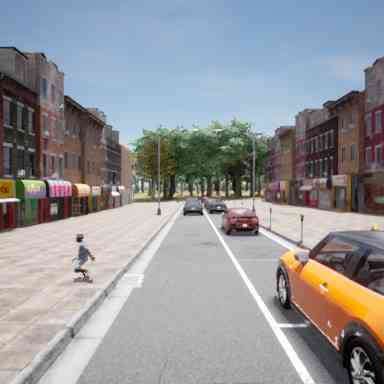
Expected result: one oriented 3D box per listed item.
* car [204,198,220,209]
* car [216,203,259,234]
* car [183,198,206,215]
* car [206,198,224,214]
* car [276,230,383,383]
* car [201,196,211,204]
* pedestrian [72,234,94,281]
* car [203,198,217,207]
[{"bbox_3d":[2.703,1.576,45.973,1.887,1.381,4.507,-1,0,0],"label":"car"},{"bbox_3d":[2.658,1.546,18.941,1.887,1.381,4.507,-1,0,0],"label":"car"},{"bbox_3d":[0.143,1.578,34.208,1.994,1.385,4.181,0,0,1],"label":"car"},{"bbox_3d":[2.685,1.581,35.160,1.947,1.339,4.313,-1,0,0],"label":"car"},{"bbox_3d":[2.757,1.351,4.985,2.097,1.767,4.553,0,0,0],"label":"car"},{"bbox_3d":[2.740,1.624,67.599,1.887,1.381,4.507,-1,0,0],"label":"car"},{"bbox_3d":[-2.564,1.141,7.788,0.375,1.860,0.375,-1,1,0],"label":"pedestrian"},{"bbox_3d":[2.712,1.593,51.379,2.008,1.369,4.403,-1,0,0],"label":"car"}]
